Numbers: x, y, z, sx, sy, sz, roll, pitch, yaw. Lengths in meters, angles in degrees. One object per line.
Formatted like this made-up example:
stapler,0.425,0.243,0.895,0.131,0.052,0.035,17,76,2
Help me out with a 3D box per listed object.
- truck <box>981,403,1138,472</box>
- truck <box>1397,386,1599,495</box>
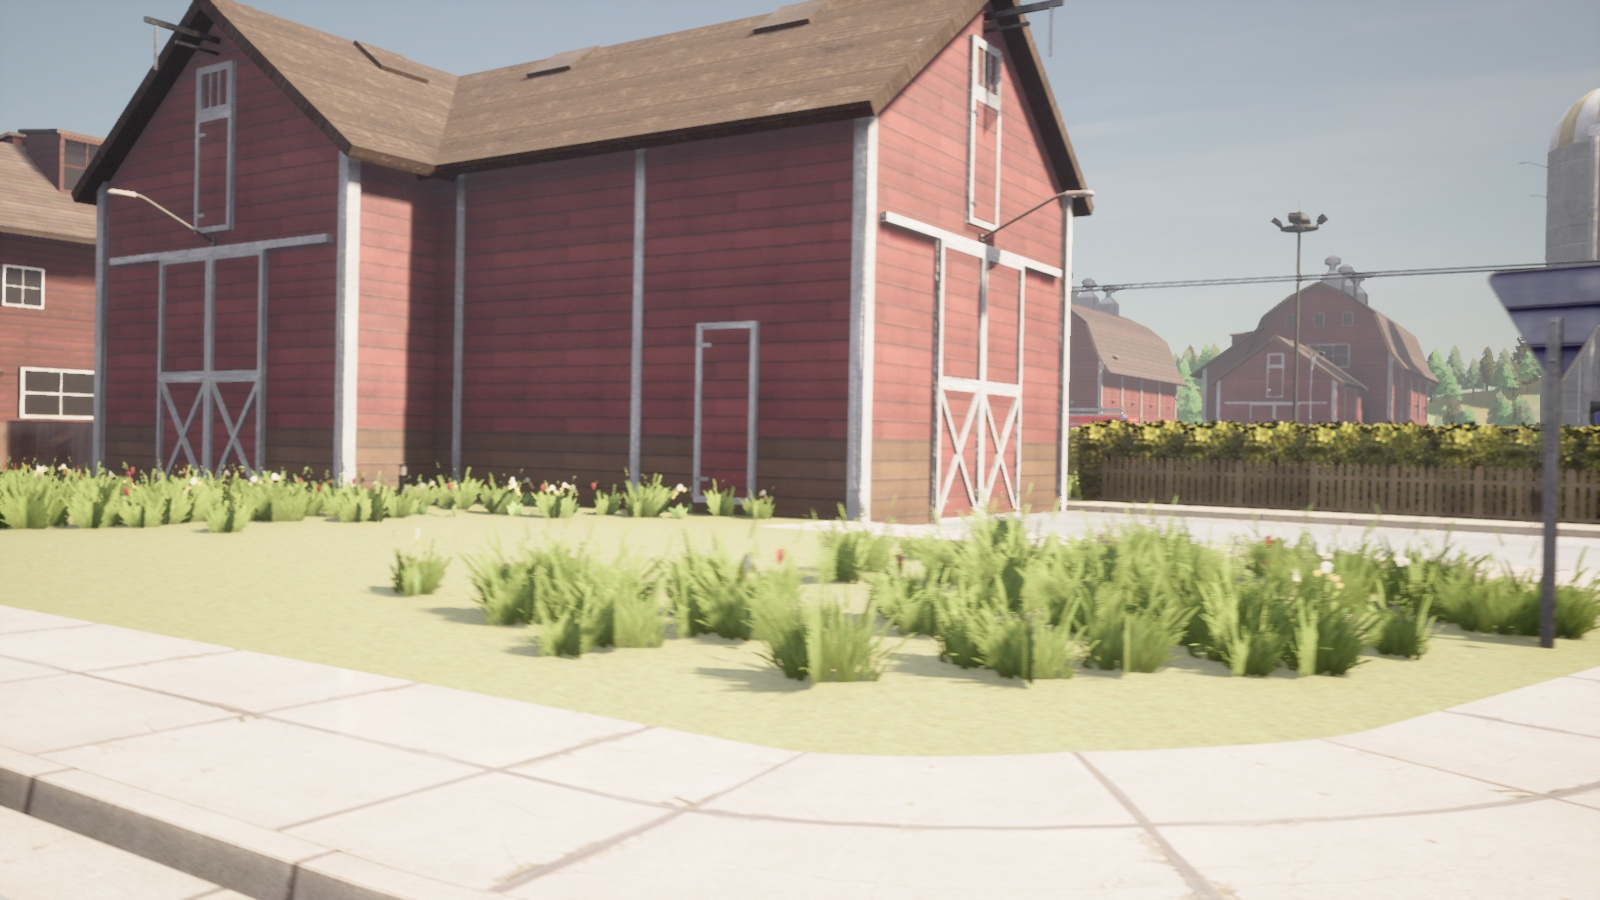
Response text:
truck,15.071,-0.745,73.137,8.468,3.827,2.891,0,1,33
truck,24.594,-0.315,42.112,7.936,3.462,2.891,0,1,33
